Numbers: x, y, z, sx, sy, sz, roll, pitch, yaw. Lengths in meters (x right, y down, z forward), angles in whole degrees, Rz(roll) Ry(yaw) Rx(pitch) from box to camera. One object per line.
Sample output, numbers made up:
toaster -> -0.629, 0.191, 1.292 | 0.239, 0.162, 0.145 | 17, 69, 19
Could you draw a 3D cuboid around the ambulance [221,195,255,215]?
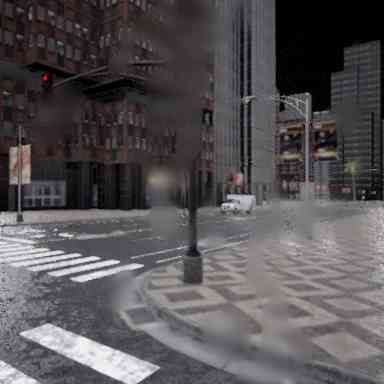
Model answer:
ambulance -> 6.069, 1.626, 43.655 | 2.351, 2.431, 6.366 | 0, -1, 35
